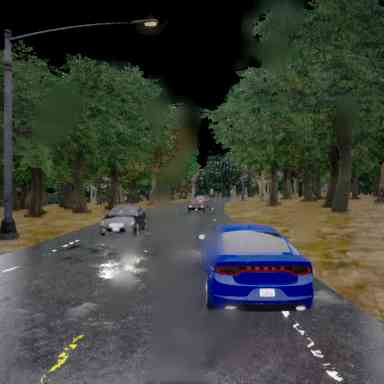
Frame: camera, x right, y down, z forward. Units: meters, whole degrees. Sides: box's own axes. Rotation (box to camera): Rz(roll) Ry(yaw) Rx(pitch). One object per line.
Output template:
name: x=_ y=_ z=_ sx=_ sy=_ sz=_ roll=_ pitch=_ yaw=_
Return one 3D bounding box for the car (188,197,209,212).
car: x=0.618 y=1.525 z=36.988 sx=1.895 sy=1.301 sz=4.718 roll=0 pitch=0 yaw=4

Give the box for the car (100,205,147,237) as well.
car: x=-3.592 y=1.476 z=18.097 sx=2.128 sy=1.511 sz=4.902 roll=0 pitch=0 yaw=0

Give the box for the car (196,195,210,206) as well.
car: x=1.343 y=1.222 z=46.975 sx=2.097 sy=1.767 sz=4.553 roll=0 pitch=0 yaw=7

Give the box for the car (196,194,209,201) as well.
car: x=2.466 y=1.278 z=75.942 sx=2.033 sy=1.411 sz=5.357 roll=0 pitch=0 yaw=12

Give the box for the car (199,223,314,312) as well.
car: x=1.216 y=1.476 z=7.856 sx=1.882 sy=1.535 sz=5.008 roll=0 pitch=0 yaw=0
